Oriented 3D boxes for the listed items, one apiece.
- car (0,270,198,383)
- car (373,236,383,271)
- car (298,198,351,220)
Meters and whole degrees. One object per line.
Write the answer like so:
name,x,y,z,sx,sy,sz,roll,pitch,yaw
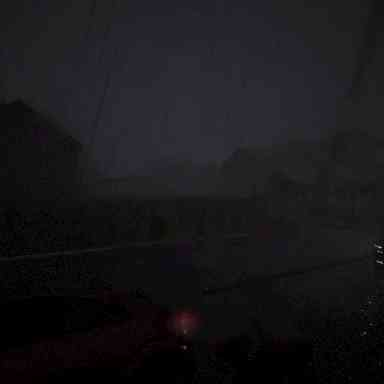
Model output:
car,-2.004,1.565,3.182,4.181,1.385,1.994,0,0,-36
car,7.263,1.492,9.765,5.008,1.535,1.882,0,0,-35
car,9.709,1.203,24.358,1.845,1.501,3.633,0,0,-38
